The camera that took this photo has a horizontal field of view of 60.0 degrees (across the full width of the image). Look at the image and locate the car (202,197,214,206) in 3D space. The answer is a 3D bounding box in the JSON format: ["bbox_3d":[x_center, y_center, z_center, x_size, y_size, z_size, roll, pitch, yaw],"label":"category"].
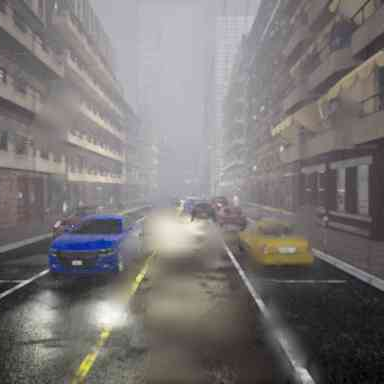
[{"bbox_3d":[2.584,1.514,55.634,1.752,1.417,4.829,-1,0,0],"label":"car"}]

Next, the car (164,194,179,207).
[{"bbox_3d":[-2.799,1.468,51.885,1.882,1.535,5.008,0,0,0],"label":"car"}]

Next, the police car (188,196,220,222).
[{"bbox_3d":[0.838,1.422,26.523,1.930,1.638,5.238,0,0,0],"label":"police car"}]

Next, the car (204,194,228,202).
[{"bbox_3d":[2.570,1.310,33.268,2.192,1.841,5.009,-1,0,0],"label":"car"}]

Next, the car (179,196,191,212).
[{"bbox_3d":[0.242,1.472,36.212,1.882,1.535,5.008,0,0,-11],"label":"car"}]

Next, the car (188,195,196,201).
[{"bbox_3d":[0.038,1.362,77.137,1.812,1.442,4.674,0,0,0],"label":"car"}]

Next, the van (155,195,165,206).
[{"bbox_3d":[-5.299,1.330,55.449,1.690,1.788,3.998,-1,0,0],"label":"van"}]

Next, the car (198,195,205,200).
[{"bbox_3d":[2.603,1.517,94.308,1.887,1.381,4.507,-1,0,0],"label":"car"}]

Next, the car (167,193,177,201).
[{"bbox_3d":[-5.283,1.291,88.744,2.192,1.841,5.009,-1,0,0],"label":"car"}]

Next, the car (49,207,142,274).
[{"bbox_3d":[-2.844,1.477,10.715,1.882,1.535,5.008,0,0,0],"label":"car"}]

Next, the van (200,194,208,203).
[{"bbox_3d":[2.590,1.324,72.112,1.690,1.788,3.998,-1,0,0],"label":"van"}]

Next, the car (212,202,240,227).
[{"bbox_3d":[2.568,1.579,22.170,1.802,1.307,4.206,-1,0,0],"label":"car"}]

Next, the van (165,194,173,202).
[{"bbox_3d":[-5.288,1.322,77.645,1.690,1.788,3.998,-1,0,0],"label":"van"}]

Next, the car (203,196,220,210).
[{"bbox_3d":[2.577,1.432,44.366,1.967,1.590,4.097,-1,0,0],"label":"car"}]

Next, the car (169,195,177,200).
[{"bbox_3d":[-5.277,1.539,94.293,1.947,1.339,4.313,-1,0,0],"label":"car"}]

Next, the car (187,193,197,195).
[{"bbox_3d":[0.030,1.208,60.951,2.150,2.045,5.566,0,0,0],"label":"car"}]

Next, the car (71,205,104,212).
[{"bbox_3d":[-5.317,1.439,16.605,1.967,1.590,4.097,-1,0,0],"label":"car"}]

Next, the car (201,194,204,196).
[{"bbox_3d":[2.573,1.309,38.817,2.192,1.841,5.009,-1,0,0],"label":"car"}]

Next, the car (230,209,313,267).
[{"bbox_3d":[2.562,1.524,11.242,1.752,1.417,4.829,-1,0,0],"label":"car"}]
